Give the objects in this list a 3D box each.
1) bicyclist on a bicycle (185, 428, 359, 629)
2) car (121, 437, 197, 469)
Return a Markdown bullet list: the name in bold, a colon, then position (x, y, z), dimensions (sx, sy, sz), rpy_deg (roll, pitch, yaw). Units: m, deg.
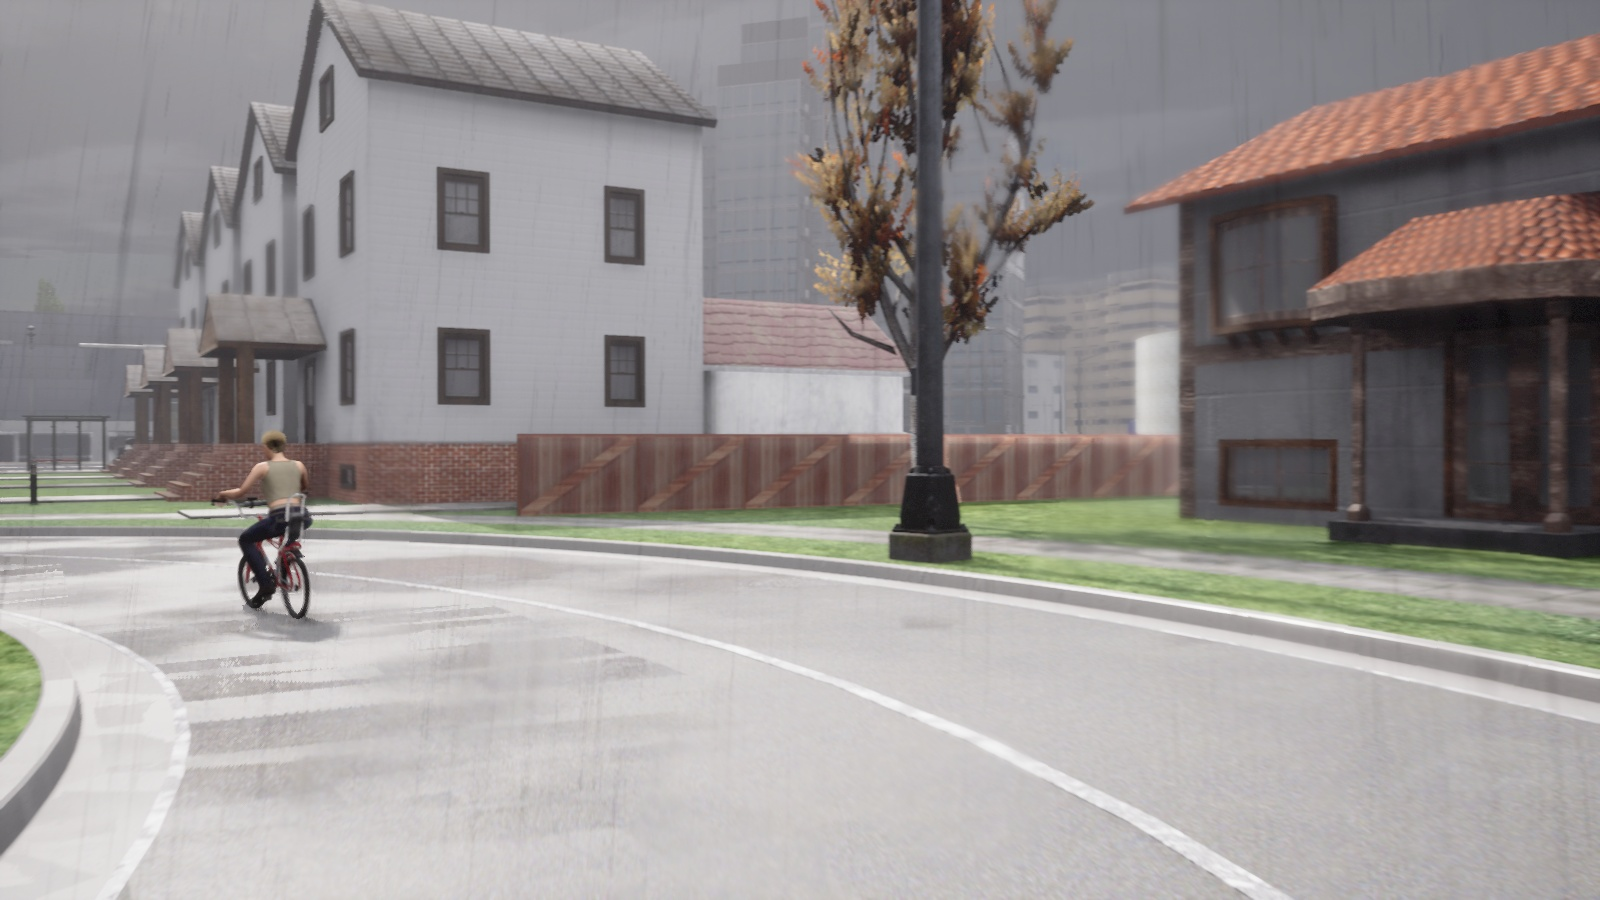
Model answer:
- **bicyclist on a bicycle**: position (-4.620, 0.624, 10.950), dimensions (0.866, 1.612, 1.509), rpy_deg (-2, 2, -44)
- **car**: position (-38.031, 0.149, 74.526), dimensions (3.866, 1.878, 1.905), rpy_deg (0, 0, -31)
